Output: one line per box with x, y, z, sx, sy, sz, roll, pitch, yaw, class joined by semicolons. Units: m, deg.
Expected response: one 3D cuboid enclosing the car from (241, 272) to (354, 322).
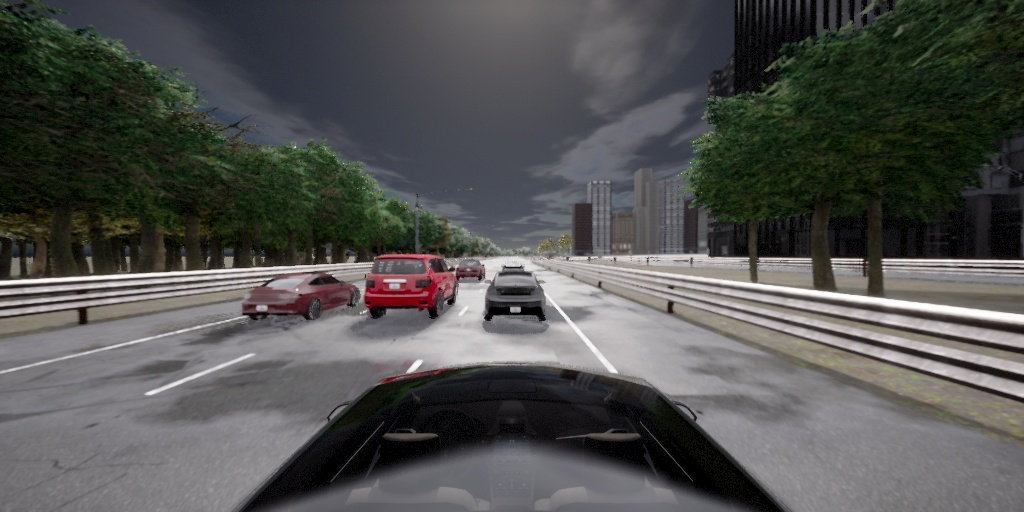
-6.901;1.267;12.200;1.812;1.442;4.674;0;0;0;car

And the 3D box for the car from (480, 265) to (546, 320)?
0.100;1.245;12.471;1.837;1.490;4.892;0;0;0;car

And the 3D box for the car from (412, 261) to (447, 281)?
-6.898;1.230;30.469;1.837;1.490;4.892;0;0;0;car

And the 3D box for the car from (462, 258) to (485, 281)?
-3.399;1.077;30.121;2.097;1.767;4.553;0;0;0;car

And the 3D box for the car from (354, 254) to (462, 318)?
-3.398;0.962;13.065;2.150;2.045;5.566;0;0;0;car

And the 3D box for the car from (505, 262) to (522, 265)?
0.101;1.216;30.334;2.128;1.511;4.902;0;0;0;car
